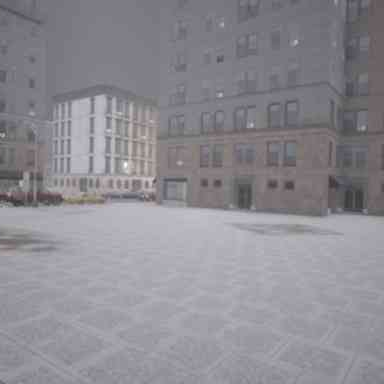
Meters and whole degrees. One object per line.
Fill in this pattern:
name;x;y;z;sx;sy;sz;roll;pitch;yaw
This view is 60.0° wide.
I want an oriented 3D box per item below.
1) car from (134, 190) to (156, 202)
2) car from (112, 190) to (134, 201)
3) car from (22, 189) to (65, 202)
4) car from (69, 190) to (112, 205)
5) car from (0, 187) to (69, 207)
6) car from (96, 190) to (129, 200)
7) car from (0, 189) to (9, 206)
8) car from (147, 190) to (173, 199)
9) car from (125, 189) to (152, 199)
car;-5.219;0.585;44.607;1.967;1.590;4.097;2;1;36
car;-9.645;0.553;47.834;1.895;1.301;4.718;2;1;36
car;-18.069;0.397;40.570;2.008;1.369;4.403;2;1;36
car;-11.479;0.654;35.993;1.752;1.417;4.829;2;1;36
car;-14.752;0.436;31.474;2.192;1.841;5.009;2;1;36
car;-11.711;0.407;49.323;1.887;1.381;4.507;2;1;36
car;-17.938;0.664;27.102;2.008;1.369;4.403;2;1;36
car;-5.453;0.404;57.938;1.752;1.417;4.829;2;1;36
car;-8.529;0.311;53.698;1.967;1.590;4.097;2;1;36
